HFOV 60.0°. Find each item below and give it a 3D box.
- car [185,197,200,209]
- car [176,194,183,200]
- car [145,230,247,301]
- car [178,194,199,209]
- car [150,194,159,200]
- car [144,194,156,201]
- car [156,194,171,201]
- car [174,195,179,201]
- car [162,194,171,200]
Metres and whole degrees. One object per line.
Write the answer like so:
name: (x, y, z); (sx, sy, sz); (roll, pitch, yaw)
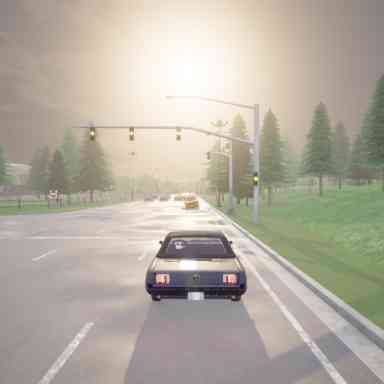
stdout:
car: (0.092, 1.591, 49.921); (2.033, 1.411, 5.357); (0, 2, 0)
car: (-3.324, 1.357, 90.971); (1.812, 1.442, 4.674); (0, 0, 0)
car: (0.095, 1.601, 8.256); (1.895, 1.301, 4.718); (0, 0, 0)
car: (-0.304, 1.059, 46.535); (1.882, 1.535, 5.008); (-11, 16, -6)
car: (-10.324, 1.332, 90.984); (1.837, 1.490, 4.892); (0, 0, 0)
car: (-10.344, 1.531, 80.564); (2.033, 1.411, 5.357); (0, 0, 0)
car: (-6.844, 1.531, 80.557); (2.033, 1.411, 5.357); (0, 0, 0)
car: (-3.343, 1.545, 80.967); (1.994, 1.385, 4.181); (0, 0, 0)
car: (-6.824, 1.372, 90.977); (2.033, 1.411, 5.357); (0, 0, 0)
